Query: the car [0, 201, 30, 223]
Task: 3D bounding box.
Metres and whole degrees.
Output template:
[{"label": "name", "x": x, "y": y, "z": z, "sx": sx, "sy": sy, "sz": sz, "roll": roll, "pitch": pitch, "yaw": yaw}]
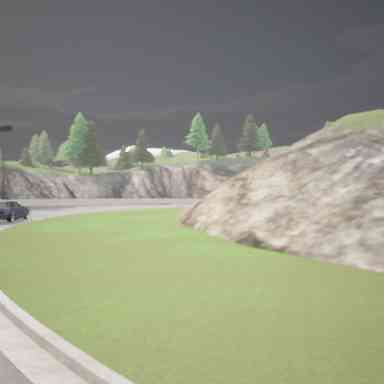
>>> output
[{"label": "car", "x": -15.083, "y": 1.491, "z": 27.298, "sx": 2.097, "sy": 1.767, "sz": 4.553, "roll": 0, "pitch": 0, "yaw": -6}]
